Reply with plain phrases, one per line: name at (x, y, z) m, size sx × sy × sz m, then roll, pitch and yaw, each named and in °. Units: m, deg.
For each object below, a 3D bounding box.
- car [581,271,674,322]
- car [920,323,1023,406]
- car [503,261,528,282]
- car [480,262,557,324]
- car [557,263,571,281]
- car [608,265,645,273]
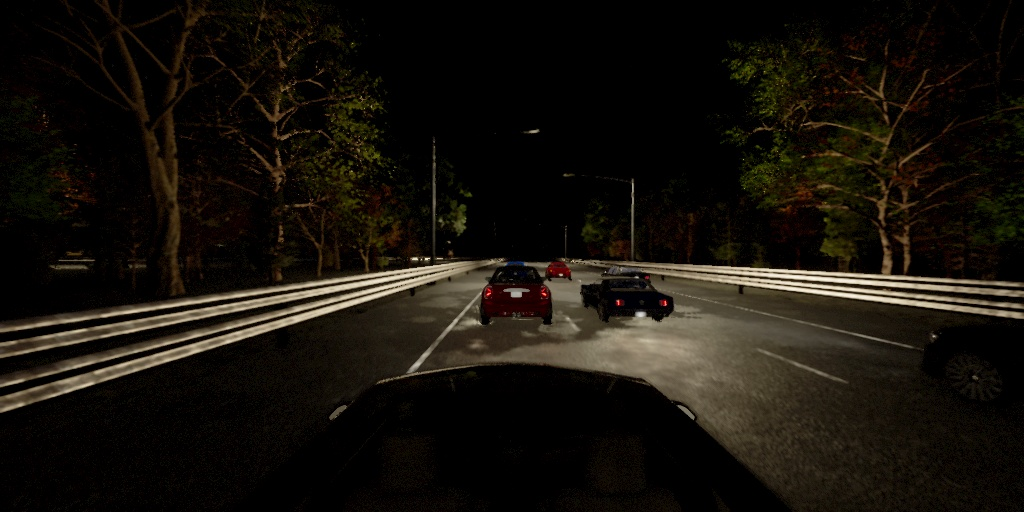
car at (3.632, 1.353, 12.305) m, size 1.895 × 1.301 × 4.718 m, roll 0°, pitch 0°, yaw 0°
car at (7.107, 1.244, 3.356) m, size 2.128 × 1.511 × 4.902 m, roll 0°, pitch 0°, yaw 0°
car at (0.300, 1.229, 30.237) m, size 1.882 × 1.535 × 5.008 m, roll 0°, pitch 0°, yaw 1°
car at (0.135, 1.103, 12.190) m, size 2.097 × 1.767 × 4.553 m, roll 0°, pitch 0°, yaw 0°
car at (3.796, 1.278, 29.907) m, size 1.812 × 1.442 × 4.674 m, roll 0°, pitch 0°, yaw 1°
car at (7.214, 1.300, 23.150) m, size 2.033 × 1.411 × 5.357 m, roll 0°, pitch 0°, yaw 1°
